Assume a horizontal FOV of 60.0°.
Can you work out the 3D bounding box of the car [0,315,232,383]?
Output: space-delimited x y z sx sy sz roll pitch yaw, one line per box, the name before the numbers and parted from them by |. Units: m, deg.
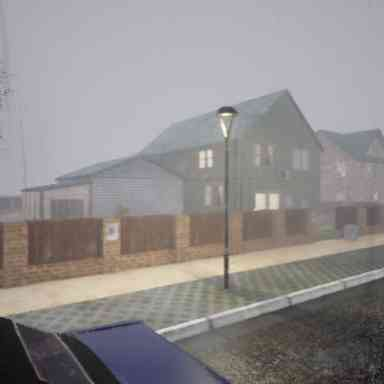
car | -1.943 1.601 1.673 4.718 1.301 1.895 0 0 -35
